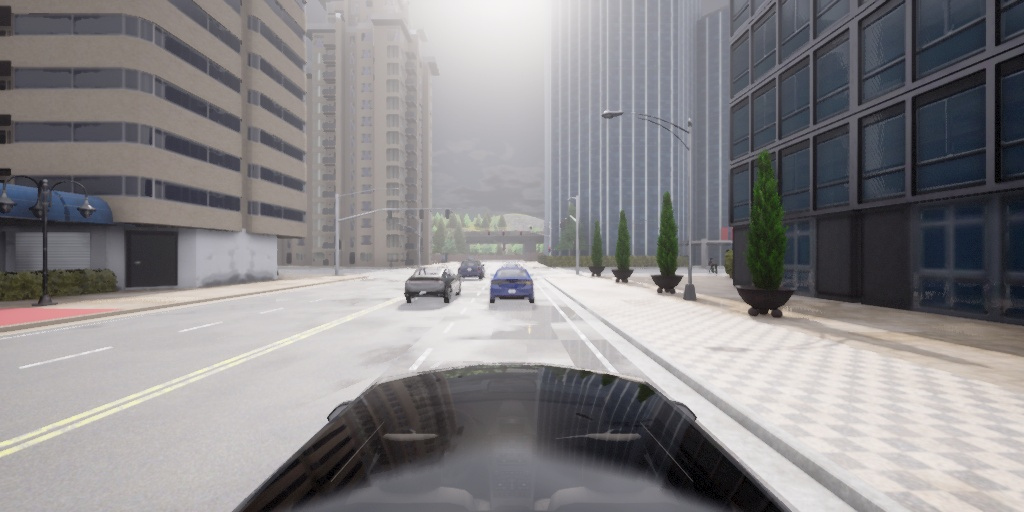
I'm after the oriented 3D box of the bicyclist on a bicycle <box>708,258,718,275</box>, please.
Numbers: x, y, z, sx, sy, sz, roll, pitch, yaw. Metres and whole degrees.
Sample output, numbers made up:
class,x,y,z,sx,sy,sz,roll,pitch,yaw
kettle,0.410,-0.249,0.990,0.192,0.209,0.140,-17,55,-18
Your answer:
class,x,y,z,sx,sy,sz,roll,pitch,yaw
bicyclist on a bicycle,19.642,1.049,35.151,0.582,1.620,1.656,0,0,-1

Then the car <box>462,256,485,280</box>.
class,x,y,z,sx,sy,sz,roll,pitch,yaw
car,-3.500,1.115,31.470,2.097,1.767,4.553,0,0,0

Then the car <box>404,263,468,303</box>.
class,x,y,z,sx,sy,sz,roll,pitch,yaw
car,-3.500,1.244,16.500,2.128,1.511,4.902,0,0,0

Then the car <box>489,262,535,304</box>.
class,x,y,z,sx,sy,sz,roll,pitch,yaw
car,0.000,1.234,16.500,1.882,1.535,5.008,0,0,0
